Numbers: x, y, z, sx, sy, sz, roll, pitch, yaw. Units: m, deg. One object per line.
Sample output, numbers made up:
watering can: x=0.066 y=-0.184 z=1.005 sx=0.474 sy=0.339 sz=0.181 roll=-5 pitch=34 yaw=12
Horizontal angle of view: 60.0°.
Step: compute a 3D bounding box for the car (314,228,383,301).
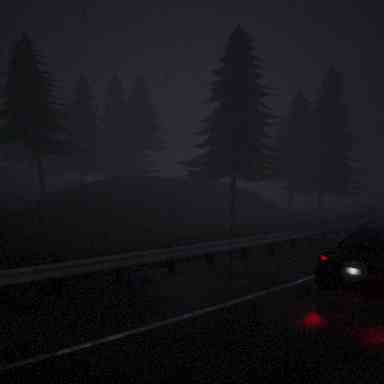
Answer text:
car: x=4.749 y=1.573 z=8.063 sx=4.181 sy=1.385 sz=1.994 roll=0 pitch=0 yaw=-42
